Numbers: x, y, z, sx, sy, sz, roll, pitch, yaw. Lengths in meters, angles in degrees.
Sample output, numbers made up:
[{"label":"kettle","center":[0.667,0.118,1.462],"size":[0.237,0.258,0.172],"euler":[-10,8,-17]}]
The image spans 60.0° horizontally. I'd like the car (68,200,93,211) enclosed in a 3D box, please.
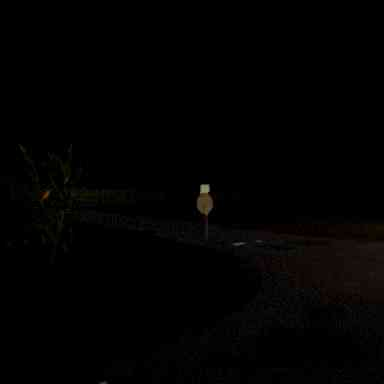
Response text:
[{"label":"car","center":[-15.039,1.821,44.742],"size":[2.033,1.411,5.357],"euler":[0,0,-35]}]
